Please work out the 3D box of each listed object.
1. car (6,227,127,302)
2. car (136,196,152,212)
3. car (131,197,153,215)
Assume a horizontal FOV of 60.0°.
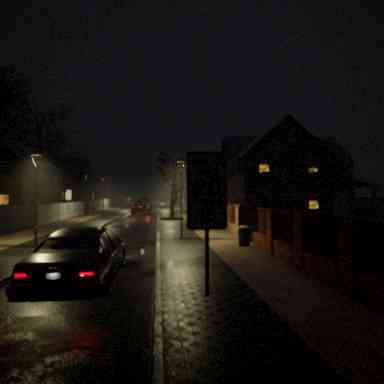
[{"bbox_3d":[-2.825,1.625,8.647,2.033,1.411,5.357,0,-1,-6],"label":"car"},{"bbox_3d":[-6.929,1.691,48.682,2.150,2.045,5.566,0,-1,-6],"label":"car"},{"bbox_3d":[-5.846,1.722,38.591,2.097,1.767,4.553,0,-1,-5],"label":"car"}]
